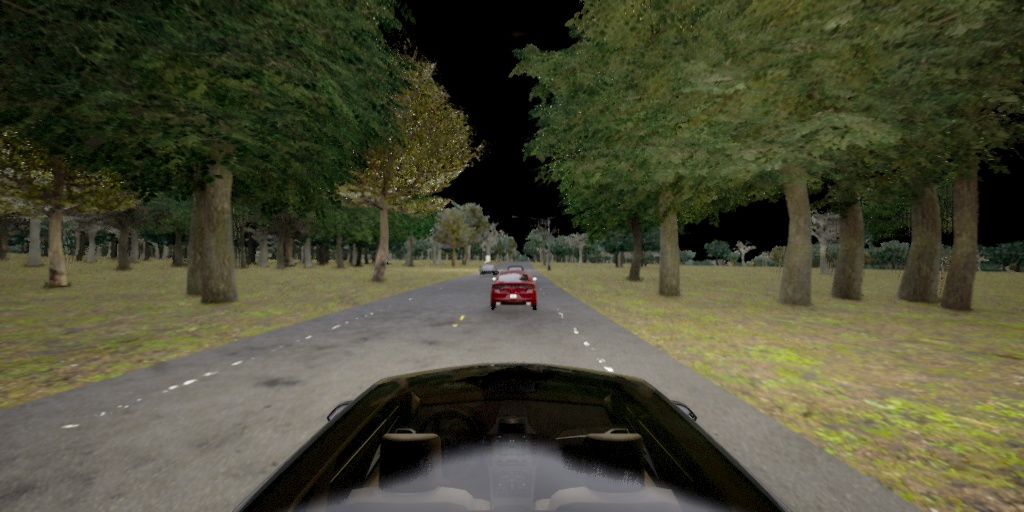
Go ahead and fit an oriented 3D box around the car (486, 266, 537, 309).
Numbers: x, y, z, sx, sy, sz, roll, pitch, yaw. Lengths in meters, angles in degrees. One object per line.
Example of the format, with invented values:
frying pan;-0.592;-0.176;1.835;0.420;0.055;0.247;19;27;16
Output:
car;0.106;1.393;16.073;1.882;1.535;5.008;0;0;1

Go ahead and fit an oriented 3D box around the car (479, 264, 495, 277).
car;-2.885;1.744;44.408;1.882;1.535;5.008;0;-1;2
